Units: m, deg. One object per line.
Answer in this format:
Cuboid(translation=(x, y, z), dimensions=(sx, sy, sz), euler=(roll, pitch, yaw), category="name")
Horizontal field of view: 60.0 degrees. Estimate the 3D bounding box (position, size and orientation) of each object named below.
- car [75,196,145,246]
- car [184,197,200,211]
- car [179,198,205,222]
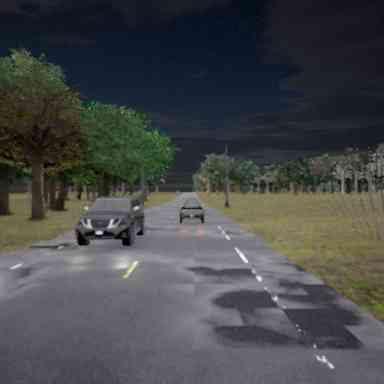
Cuboid(translation=(-3.522, 1.197, 15.419), dimensions=(2.150, 2.045, 5.566), euler=(0, 0, 0), category="car")
Cuboid(translation=(0.027, 1.574, 44.227), dimensions=(2.097, 1.767, 4.553), euler=(0, -1, 0), category="car")
Cuboid(translation=(0.009, 1.511, 26.176), dimensions=(2.128, 1.511, 4.902), euler=(0, 0, 0), category="car")
